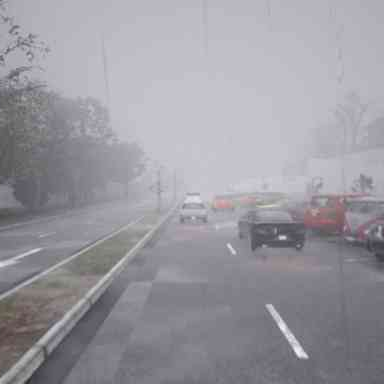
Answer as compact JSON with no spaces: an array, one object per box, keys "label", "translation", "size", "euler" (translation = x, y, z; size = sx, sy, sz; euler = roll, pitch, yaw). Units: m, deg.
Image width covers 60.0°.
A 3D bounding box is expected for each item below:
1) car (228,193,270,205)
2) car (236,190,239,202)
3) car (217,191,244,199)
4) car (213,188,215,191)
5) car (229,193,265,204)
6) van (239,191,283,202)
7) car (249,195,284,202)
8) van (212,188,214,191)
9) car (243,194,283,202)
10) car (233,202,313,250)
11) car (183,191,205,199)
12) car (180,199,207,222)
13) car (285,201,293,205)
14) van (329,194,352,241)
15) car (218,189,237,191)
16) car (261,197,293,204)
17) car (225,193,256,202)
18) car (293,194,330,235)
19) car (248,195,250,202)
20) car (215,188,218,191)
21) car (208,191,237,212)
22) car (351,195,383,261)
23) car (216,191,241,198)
[{"label":"car","translation":[7.897,0.983,45.887],"size":[5.366,1.575,1.946],"euler":[0,2,-20]},{"label":"car","translation":[8.043,0.978,39.976],"size":[4.553,1.767,2.185],"euler":[0,1,-20]},{"label":"car","translation":[8.077,0.555,69.804],"size":[5.008,1.535,2.097],"euler":[0,1,-20]},{"label":"car","translation":[8.245,0.468,75.836],"size":[5.366,1.575,1.946],"euler":[1,1,-20]},{"label":"car","translation":[8.097,0.956,48.948],"size":[4.792,1.488,2.163],"euler":[0,1,-20]},{"label":"van","translation":[7.966,0.932,36.947],"size":[4.442,1.987,1.878],"euler":[0,1,-20]},{"label":"car","translation":[7.898,1.282,27.978],"size":[5.366,1.575,1.946],"euler":[1,1,-20]},{"label":"van","translation":[7.965,0.162,81.689],"size":[4.442,1.987,1.878],"euler":[1,1,-20]},{"label":"car","translation":[8.065,1.244,34.019],"size":[4.674,1.452,2.002],"euler":[0,1,-20]},{"label":"car","translation":[3.100,1.399,13.845],"size":[1.882,1.535,5.008],"euler":[0,0,0]},{"label":"car","translation":[0.105,0.832,40.220],"size":[2.150,2.045,5.566],"euler":[0,1,0]},{"label":"car","translation":[0.100,1.437,24.667],"size":[1.895,1.301,4.718],"euler":[0,1,0]},{"label":"car","translation":[8.067,1.415,19.094],"size":[4.674,1.452,2.002],"euler":[1,0,-20]},{"label":"van","translation":[7.965,1.188,13.078],"size":[4.442,1.987,1.878],"euler":[1,1,-20]},{"label":"car","translation":[8.081,0.651,63.839],"size":[4.892,1.521,2.231],"euler":[0,1,-20]},{"label":"car","translation":[8.043,1.351,25.051],"size":[4.792,1.488,2.163],"euler":[1,1,-20]},{"label":"car","translation":[8.066,0.848,54.900],"size":[4.674,1.452,2.002],"euler":[0,1,-20]},{"label":"car","translation":[8.100,1.146,16.121],"size":[5.566,2.045,2.435],"euler":[1,0,-20]},{"label":"car","translation":[8.097,1.280,31.047],"size":[4.792,1.488,2.163],"euler":[1,1,-20]},{"label":"car","translation":[8.100,0.349,66.836],"size":[5.566,2.045,2.435],"euler":[0,1,-20]},{"label":"car","translation":[3.101,1.053,34.808],"size":[2.097,1.767,4.553],"euler":[0,1,0]},{"label":"car","translation":[8.049,1.180,10.125],"size":[5.566,2.045,2.435],"euler":[1,1,-20]},{"label":"car","translation":[8.064,0.513,72.789],"size":[4.892,1.521,2.231],"euler":[0,1,-20]}]
